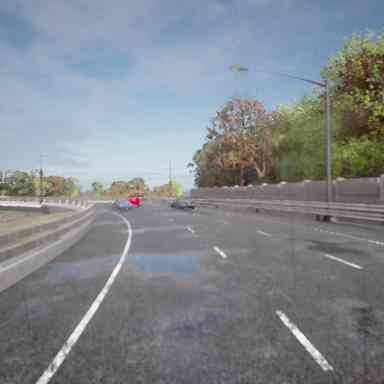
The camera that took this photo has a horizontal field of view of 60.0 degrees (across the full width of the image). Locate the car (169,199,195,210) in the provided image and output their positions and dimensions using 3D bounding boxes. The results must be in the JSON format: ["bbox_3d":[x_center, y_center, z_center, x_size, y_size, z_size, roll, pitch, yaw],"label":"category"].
[{"bbox_3d":[-1.351,1.557,42.735,2.033,1.411,5.357,-1,0,-23],"label":"car"}]

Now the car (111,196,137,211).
[{"bbox_3d":[-9.196,1.651,43.344,2.033,1.411,5.357,-1,0,-25],"label":"car"}]

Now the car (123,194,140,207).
[{"bbox_3d":[-10.021,1.333,52.686,2.150,2.045,5.566,0,0,-29],"label":"car"}]
